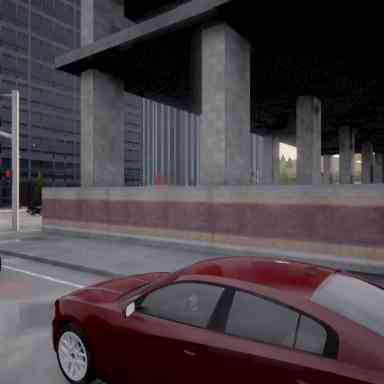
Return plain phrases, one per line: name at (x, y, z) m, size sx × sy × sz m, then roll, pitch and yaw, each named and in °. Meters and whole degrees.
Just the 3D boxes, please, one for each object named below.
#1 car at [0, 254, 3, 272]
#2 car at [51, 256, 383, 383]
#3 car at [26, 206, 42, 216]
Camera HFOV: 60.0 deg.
car at (-6.887, 1.564, 8.850) m, size 4.181 × 1.385 × 1.994 m, roll 0°, pitch 0°, yaw 36°
car at (0.460, 1.478, 3.662) m, size 5.008 × 1.535 × 1.882 m, roll 0°, pitch 0°, yaw 35°
car at (-14.083, 1.656, 33.517) m, size 1.895 × 1.301 × 4.718 m, roll 0°, pitch 0°, yaw 36°
